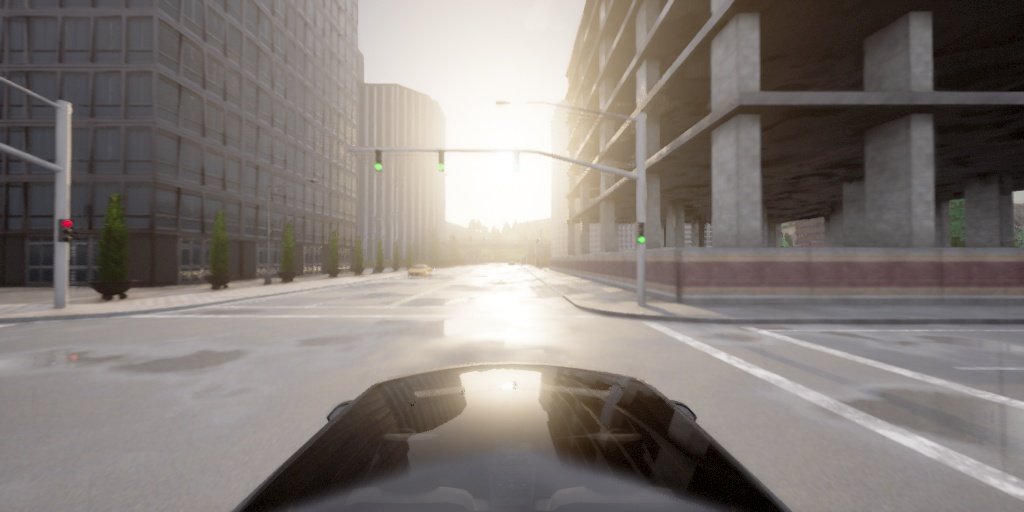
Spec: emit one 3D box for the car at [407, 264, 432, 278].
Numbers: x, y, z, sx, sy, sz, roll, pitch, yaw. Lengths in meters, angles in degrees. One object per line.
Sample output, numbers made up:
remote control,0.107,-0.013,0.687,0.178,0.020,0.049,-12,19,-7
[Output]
car,-10.515,1.718,41.149,1.882,1.535,5.008,0,1,0
